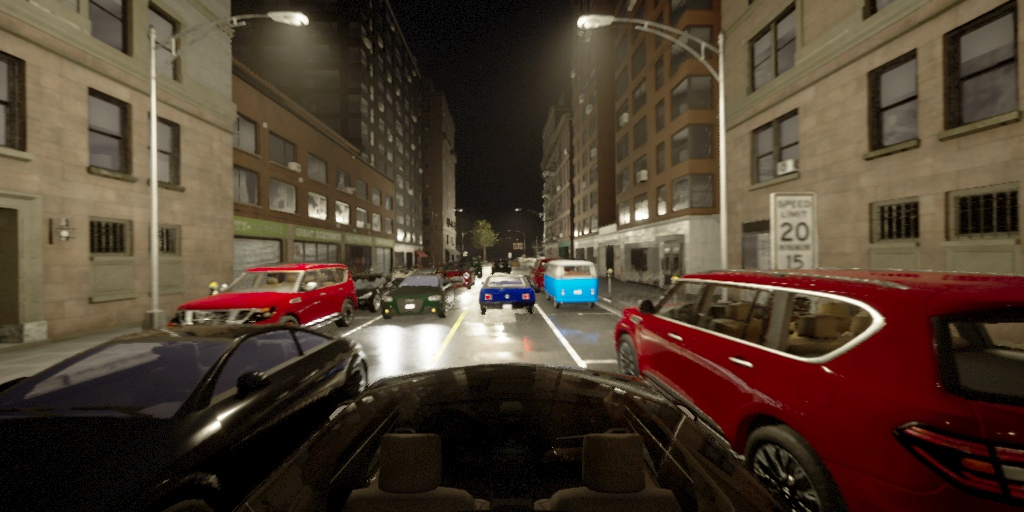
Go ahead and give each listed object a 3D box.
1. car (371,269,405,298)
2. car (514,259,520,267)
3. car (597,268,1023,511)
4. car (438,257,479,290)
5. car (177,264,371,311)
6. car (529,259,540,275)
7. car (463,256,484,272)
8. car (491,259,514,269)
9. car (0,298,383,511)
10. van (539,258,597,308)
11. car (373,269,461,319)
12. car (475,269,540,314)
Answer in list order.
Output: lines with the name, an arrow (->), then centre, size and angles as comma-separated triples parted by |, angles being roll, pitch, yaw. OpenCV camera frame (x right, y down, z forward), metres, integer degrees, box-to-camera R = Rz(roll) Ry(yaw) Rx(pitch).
car -> -5.792, 1.388, 14.469 | 1.948, 1.339, 4.313 | 0, 0, -2
car -> 0.567, 1.291, 64.422 | 1.751, 1.417, 4.829 | 0, 0, -2
car -> 2.697, 1.034, 3.747 | 2.192, 1.841, 5.009 | 0, 0, -2
car -> -3.513, 1.151, 22.903 | 2.097, 1.767, 4.553 | -1, 0, -2
car -> -5.606, 1.133, 8.968 | 2.192, 1.841, 5.009 | 0, 0, -2
car -> 2.118, 1.047, 20.249 | 2.192, 1.841, 5.009 | 0, 0, -2
car -> -3.837, 1.028, 33.542 | 2.150, 2.045, 5.566 | -1, 0, -2
car -> -1.140, 1.128, 38.766 | 2.097, 1.767, 4.553 | -1, 0, -2
car -> -2.841, 1.348, 3.092 | 1.994, 1.385, 4.181 | -1, 0, -2
van -> 2.311, 1.069, 14.748 | 1.690, 1.789, 3.998 | 0, 0, -2
car -> -3.179, 1.355, 12.933 | 1.994, 1.385, 4.181 | -1, 0, -2
car -> -0.240, 1.358, 13.859 | 1.895, 1.301, 4.718 | -1, 0, -2
